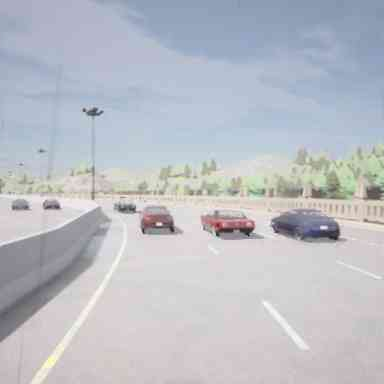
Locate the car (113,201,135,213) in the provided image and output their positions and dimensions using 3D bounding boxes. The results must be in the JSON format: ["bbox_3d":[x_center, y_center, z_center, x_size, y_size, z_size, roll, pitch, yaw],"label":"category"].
[{"bbox_3d":[-7.695,1.610,37.602,1.895,1.301,4.718,0,0,-22],"label":"car"}]

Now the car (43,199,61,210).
[{"bbox_3d":[-18.254,1.597,43.215,2.033,1.411,5.357,0,0,-28],"label":"car"}]

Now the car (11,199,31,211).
[{"bbox_3d":[-21.408,1.589,41.608,1.812,1.442,4.674,0,0,-28],"label":"car"}]

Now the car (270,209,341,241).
[{"bbox_3d":[5.473,1.531,16.575,1.994,1.385,4.181,0,0,-9],"label":"car"}]

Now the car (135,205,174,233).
[{"bbox_3d":[-2.180,1.523,19.675,1.812,1.442,4.674,0,0,-12],"label":"car"}]

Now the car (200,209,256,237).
[{"bbox_3d":[1.739,1.583,17.968,1.895,1.301,4.718,0,0,-10],"label":"car"}]
